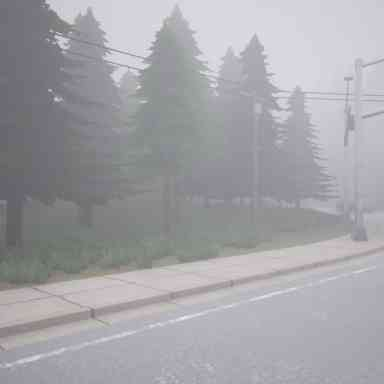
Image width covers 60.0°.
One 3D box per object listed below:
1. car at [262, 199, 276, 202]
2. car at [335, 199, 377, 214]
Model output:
[{"bbox_3d":[10.897,1.505,48.841,1.837,1.490,4.892,0,0,-37],"label":"car"},{"bbox_3d":[16.948,1.506,34.626,1.837,1.490,4.892,0,0,-10],"label":"car"}]
